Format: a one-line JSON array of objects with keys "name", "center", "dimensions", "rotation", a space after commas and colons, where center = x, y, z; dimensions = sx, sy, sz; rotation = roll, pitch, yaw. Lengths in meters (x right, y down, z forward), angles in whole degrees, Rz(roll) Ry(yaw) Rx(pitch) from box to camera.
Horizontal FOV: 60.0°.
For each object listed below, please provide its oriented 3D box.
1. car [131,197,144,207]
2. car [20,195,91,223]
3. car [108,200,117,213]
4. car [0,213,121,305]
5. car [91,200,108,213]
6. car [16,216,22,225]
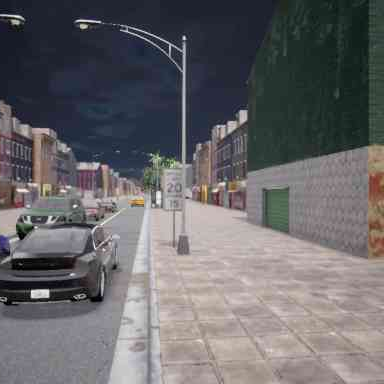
[{"name": "car", "center": [-8.438, 1.452, 51.770], "dimensions": [1.882, 1.535, 5.008], "rotation": [0, 0, -8]}, {"name": "car", "center": [-6.922, 1.192, 17.022], "dimensions": [2.150, 2.045, 5.566], "rotation": [0, 0, -7]}, {"name": "car", "center": [-9.424, 1.525, 36.693], "dimensions": [1.994, 1.385, 4.181], "rotation": [0, 0, -7]}, {"name": "car", "center": [-2.906, 1.491, 8.089], "dimensions": [1.837, 1.490, 4.892], "rotation": [0, 0, -7]}, {"name": "car", "center": [-8.182, 1.490, 26.764], "dimensions": [1.812, 1.442, 4.674], "rotation": [0, 0, -7]}, {"name": "car", "center": [-5.693, 1.502, 7.391], "dimensions": [1.812, 1.442, 4.674], "rotation": [0, 0, -7]}]
